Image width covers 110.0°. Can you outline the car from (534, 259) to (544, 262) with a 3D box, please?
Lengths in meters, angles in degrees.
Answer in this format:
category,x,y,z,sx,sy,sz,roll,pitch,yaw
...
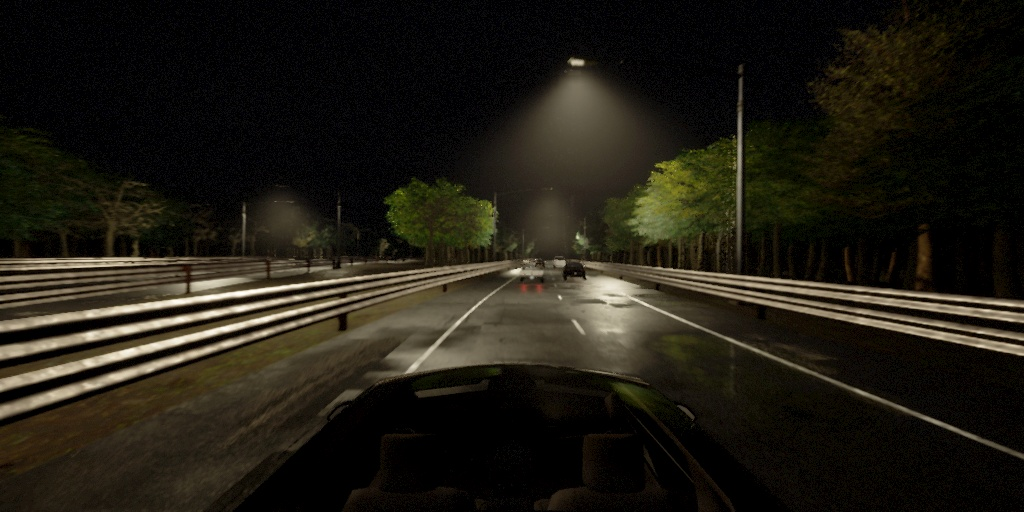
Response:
category,x,y,z,sx,sy,sz,roll,pitch,yaw
car,4.988,1.365,64.571,1.837,1.490,4.892,1,0,5

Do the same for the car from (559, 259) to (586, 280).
category,x,y,z,sx,sy,sz,roll,pitch,yaw
car,5.484,1.294,32.146,1.882,1.535,5.008,1,0,6

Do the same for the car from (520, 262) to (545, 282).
category,x,y,z,sx,sy,sz,roll,pitch,yaw
car,1.739,1.379,29.812,1.895,1.301,4.718,1,0,6
